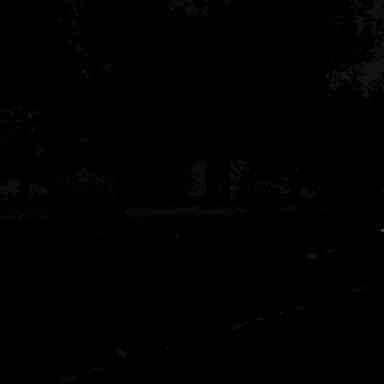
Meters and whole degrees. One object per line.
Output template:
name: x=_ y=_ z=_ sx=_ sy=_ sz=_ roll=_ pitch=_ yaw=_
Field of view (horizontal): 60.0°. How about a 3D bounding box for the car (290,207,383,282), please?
car: x=5.222 y=1.414 z=10.271 sx=5.009 sy=1.841 sz=2.192 roll=1 pitch=0 yaw=-35
